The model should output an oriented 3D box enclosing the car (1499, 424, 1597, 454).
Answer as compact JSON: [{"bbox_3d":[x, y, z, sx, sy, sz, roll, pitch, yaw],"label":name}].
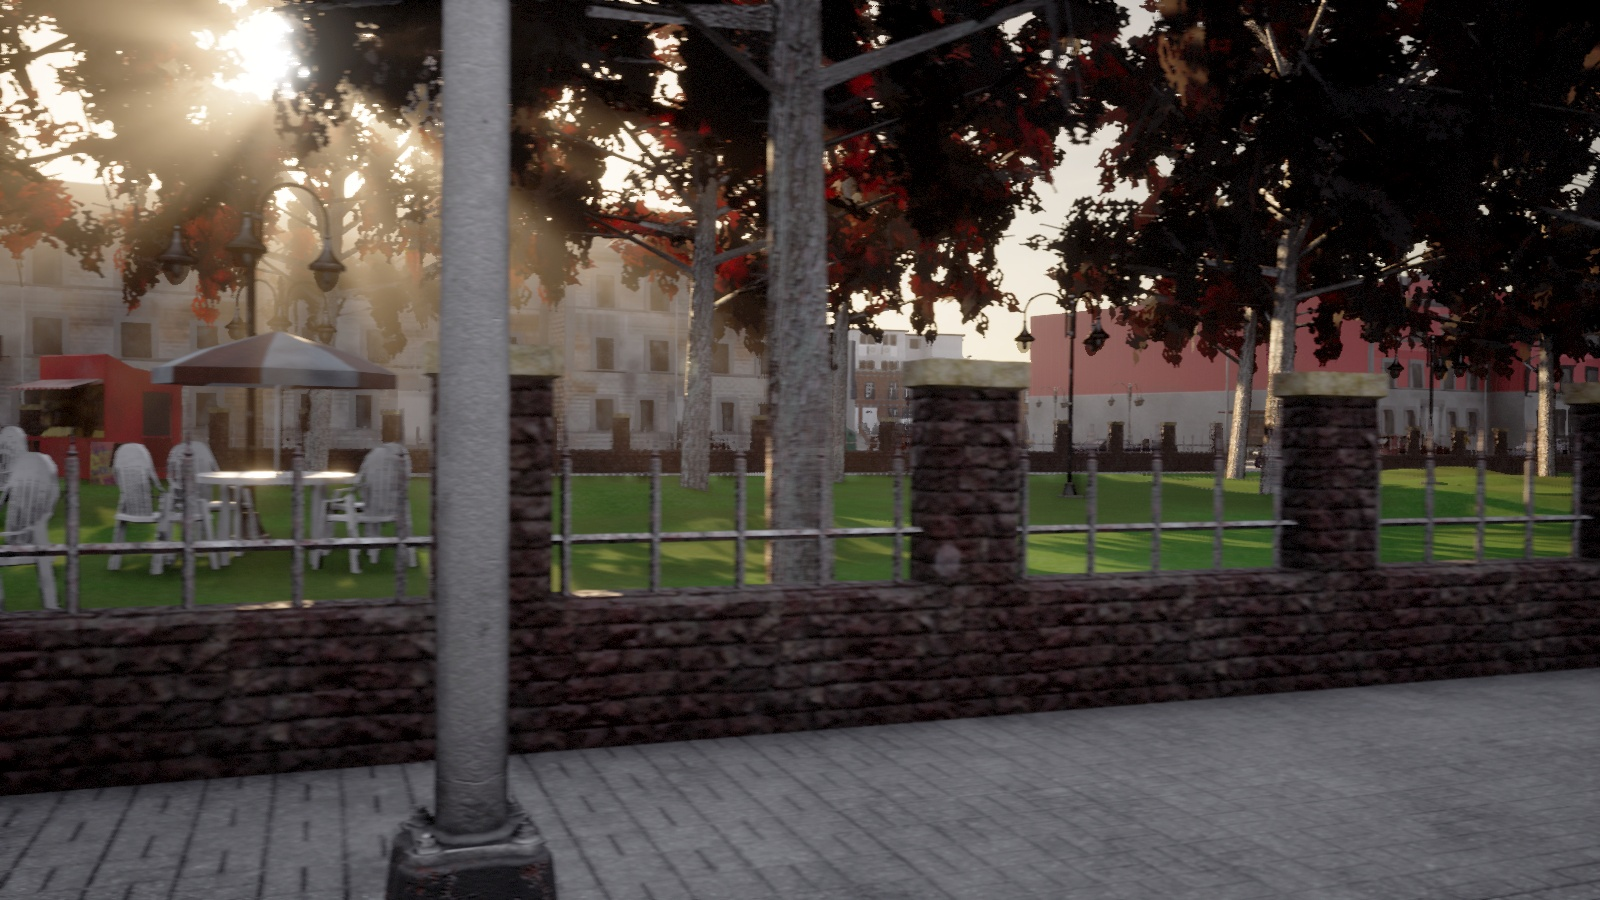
[{"bbox_3d":[36.895,-0.545,61.964,4.181,1.385,1.994,-1,1,-20],"label":"car"}]

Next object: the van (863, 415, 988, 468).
[{"bbox_3d":[4.989,-0.347,49.829,4.480,2.038,2.069,-1,1,-21],"label":"van"}]

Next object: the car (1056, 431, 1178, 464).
[{"bbox_3d":[13.382,-0.109,53.026,4.718,1.301,1.895,-1,1,-21],"label":"car"}]

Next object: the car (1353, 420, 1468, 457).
[{"bbox_3d":[28.587,-0.538,58.799,4.856,1.649,2.033,-1,1,-21],"label":"car"}]
